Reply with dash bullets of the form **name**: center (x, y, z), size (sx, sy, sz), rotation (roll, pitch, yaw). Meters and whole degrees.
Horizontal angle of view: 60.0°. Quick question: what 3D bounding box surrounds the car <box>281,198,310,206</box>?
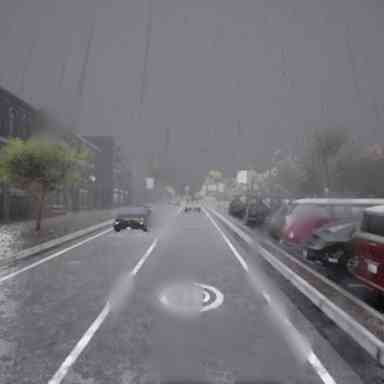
- **car**: center (18.700, 1.834, 60.224), size (4.674, 1.452, 2.002), rotation (0, -1, 0)

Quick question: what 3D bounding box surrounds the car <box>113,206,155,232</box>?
- **car**: center (-3.348, 1.549, 20.257), size (2.033, 1.411, 5.357), rotation (0, 0, 0)

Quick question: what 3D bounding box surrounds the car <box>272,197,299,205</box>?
- **car**: center (18.702, 1.856, 66.646), size (4.892, 1.521, 2.231), rotation (0, -1, 0)

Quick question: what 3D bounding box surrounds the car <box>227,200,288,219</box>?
- **car**: center (5.593, 1.510, 28.985), size (4.892, 1.521, 2.231), rotation (0, 0, 0)

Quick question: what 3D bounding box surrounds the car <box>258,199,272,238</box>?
- **car**: center (5.565, 1.341, 14.974), size (4.553, 1.767, 2.185), rotation (0, 0, 0)

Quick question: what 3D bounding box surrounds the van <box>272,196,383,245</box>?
- **van**: center (5.482, 1.241, 12.170), size (4.442, 1.987, 1.878), rotation (0, 0, 0)

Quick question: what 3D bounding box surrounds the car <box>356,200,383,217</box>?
- **car**: center (18.675, 1.528, 31.740), size (5.008, 1.535, 2.097), rotation (0, 0, 0)

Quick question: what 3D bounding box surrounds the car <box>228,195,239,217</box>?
- **car**: center (5.626, 1.243, 26.185), size (5.566, 2.045, 2.435), rotation (0, 0, 0)

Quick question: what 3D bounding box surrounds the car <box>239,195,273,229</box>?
- **car**: center (5.624, 1.219, 17.775), size (5.566, 2.045, 2.435), rotation (0, 0, 0)

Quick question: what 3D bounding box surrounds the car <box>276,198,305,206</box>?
- **car**: center (18.711, 1.824, 63.373), size (5.008, 1.535, 2.097), rotation (0, -1, 0)

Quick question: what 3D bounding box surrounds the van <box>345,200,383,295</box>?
- **van**: center (5.720, 1.242, 6.564), size (4.442, 1.987, 1.878), rotation (0, 0, 0)

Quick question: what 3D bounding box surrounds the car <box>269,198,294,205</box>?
- **car**: center (18.707, 1.927, 69.922), size (4.674, 1.452, 2.002), rotation (0, -1, 0)

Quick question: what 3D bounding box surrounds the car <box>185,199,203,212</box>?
- **car**: center (0.102, 1.755, 41.509), size (1.895, 1.301, 4.718), rotation (0, -1, 0)

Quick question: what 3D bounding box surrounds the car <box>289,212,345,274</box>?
- **car**: center (5.595, 1.468, 9.366), size (4.892, 1.521, 2.231), rotation (0, 0, 0)

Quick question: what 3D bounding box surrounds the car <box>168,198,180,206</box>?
- **car**: center (-3.289, 1.839, 60.965), size (2.128, 1.511, 4.902), rotation (0, -1, 1)
